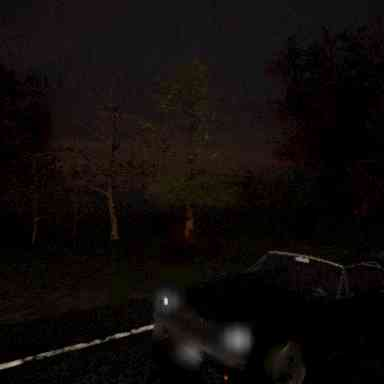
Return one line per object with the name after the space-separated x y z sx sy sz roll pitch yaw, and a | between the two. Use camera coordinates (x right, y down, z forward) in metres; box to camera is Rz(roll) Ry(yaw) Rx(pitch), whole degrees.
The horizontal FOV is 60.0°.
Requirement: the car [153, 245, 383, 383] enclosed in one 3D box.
1.812 1.602 5.234 4.718 1.301 1.895 0 0 -35 | car
